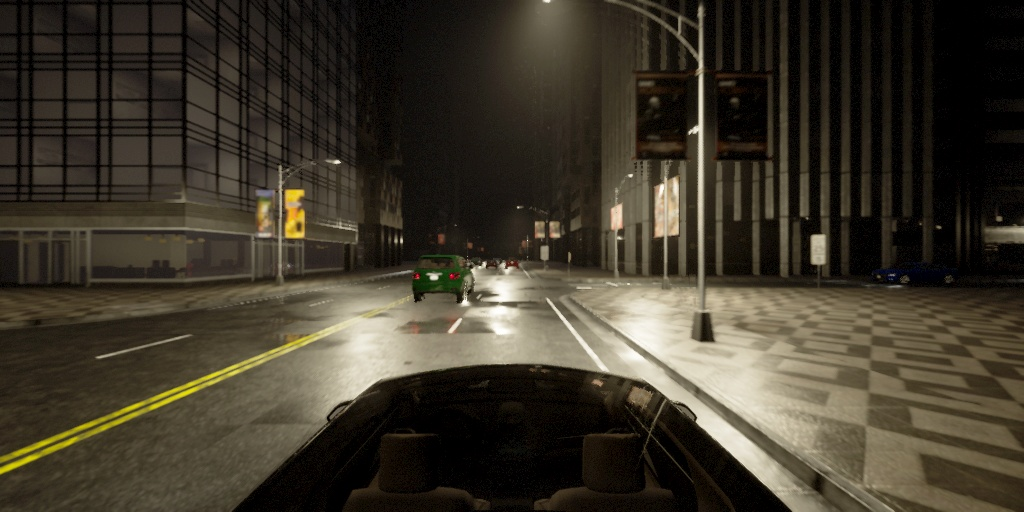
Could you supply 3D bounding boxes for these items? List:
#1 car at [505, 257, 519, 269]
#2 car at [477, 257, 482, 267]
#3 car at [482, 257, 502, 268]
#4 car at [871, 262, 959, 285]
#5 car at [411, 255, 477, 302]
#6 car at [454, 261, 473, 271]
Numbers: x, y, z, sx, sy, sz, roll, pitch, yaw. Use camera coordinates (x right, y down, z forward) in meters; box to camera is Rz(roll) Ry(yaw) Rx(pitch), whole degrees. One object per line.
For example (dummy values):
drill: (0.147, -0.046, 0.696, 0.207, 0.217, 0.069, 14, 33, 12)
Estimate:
car: (0.042, 1.036, 54.931, 2.097, 1.767, 4.553, 0, 0, 0)
car: (-6.482, 1.014, 64.982, 2.097, 1.767, 4.553, 0, 0, 0)
car: (-3.191, 1.227, 57.203, 2.033, 1.411, 5.357, 0, 0, 1)
car: (28.865, 1.224, 25.784, 5.008, 1.535, 1.882, 0, 0, 0)
car: (-3.142, 0.970, 17.155, 2.150, 2.045, 5.566, 0, 0, 0)
car: (-6.557, 1.300, 48.558, 1.895, 1.301, 4.718, 0, 0, 0)
